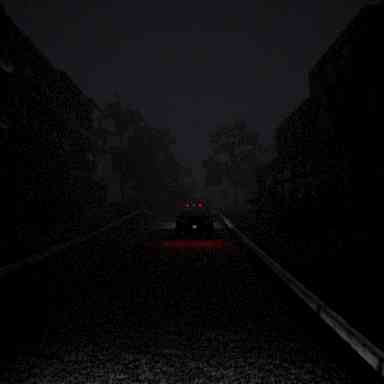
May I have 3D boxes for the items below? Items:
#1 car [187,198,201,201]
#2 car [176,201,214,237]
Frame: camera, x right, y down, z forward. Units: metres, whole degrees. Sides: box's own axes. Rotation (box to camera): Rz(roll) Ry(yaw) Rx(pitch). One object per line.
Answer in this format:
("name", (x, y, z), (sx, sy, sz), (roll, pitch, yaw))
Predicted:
("car", (0.189, 1.326, 32.632), (2.033, 1.411, 5.357), (0, -1, 1))
("car", (0.136, 1.485, 18.215), (1.882, 1.535, 5.008), (0, 0, 0))
